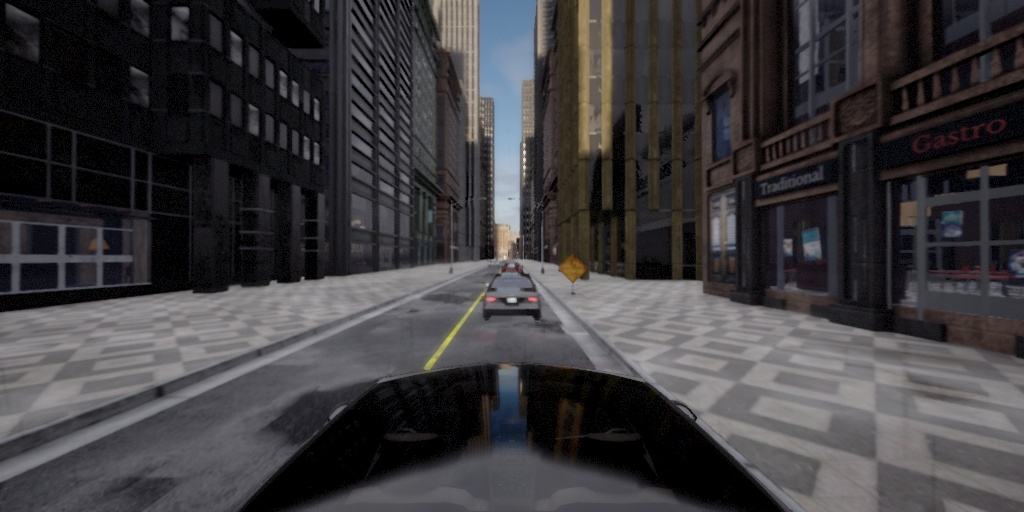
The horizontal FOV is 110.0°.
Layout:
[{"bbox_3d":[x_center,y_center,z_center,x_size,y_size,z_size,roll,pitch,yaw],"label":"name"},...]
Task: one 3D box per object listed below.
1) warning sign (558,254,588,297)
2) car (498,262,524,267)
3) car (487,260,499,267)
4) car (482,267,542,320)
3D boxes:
[{"bbox_3d":[2.714,0.841,15.932,1.300,1.860,1.060,0,0,0],"label":"warning sign"},{"bbox_3d":[0.042,1.234,30.335,1.812,1.442,4.674,0,0,1],"label":"car"},{"bbox_3d":[-3.055,1.311,60.152,1.895,1.301,4.718,0,0,1],"label":"car"},{"bbox_3d":[0.017,1.278,12.506,2.033,1.411,5.357,0,0,0],"label":"car"}]
